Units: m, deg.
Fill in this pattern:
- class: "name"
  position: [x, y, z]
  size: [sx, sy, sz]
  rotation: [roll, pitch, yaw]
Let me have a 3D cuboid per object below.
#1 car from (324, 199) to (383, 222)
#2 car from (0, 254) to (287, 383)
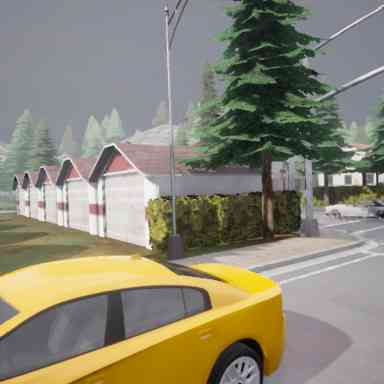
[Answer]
- class: "car"
  position: [11.081, 1.118, 21.385]
  size: [1.895, 1.301, 4.718]
  rotation: [-3, 1, -42]
- class: "car"
  position: [-1.261, 1.450, 3.087]
  size: [5.008, 1.535, 1.882]
  rotation: [-2, 1, -35]
